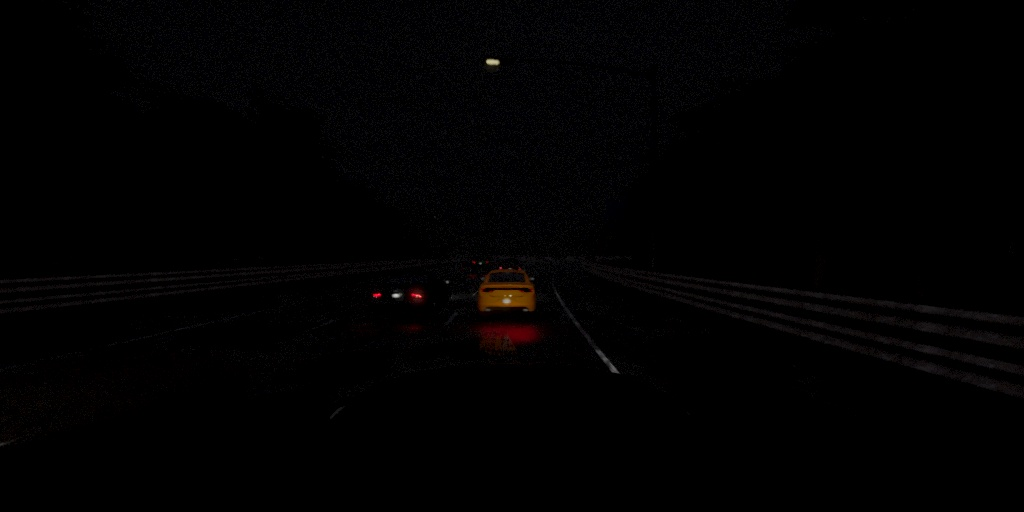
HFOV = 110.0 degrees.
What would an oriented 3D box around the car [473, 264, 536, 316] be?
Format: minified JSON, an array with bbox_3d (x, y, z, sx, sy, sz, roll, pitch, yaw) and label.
[{"bbox_3d":[-0.169,1.218,13.391,1.882,1.535,5.008,0,0,0],"label":"car"}]

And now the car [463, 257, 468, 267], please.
[{"bbox_3d":[-6.919,0.988,60.402,2.097,1.767,4.553,0,0,0],"label":"car"}]

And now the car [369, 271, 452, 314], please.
[{"bbox_3d":[-3.582,1.280,13.581,2.033,1.411,5.357,0,0,0],"label":"car"}]

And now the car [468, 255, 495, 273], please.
[{"bbox_3d":[-3.475,0.890,42.307,2.150,2.045,5.566,0,0,0],"label":"car"}]

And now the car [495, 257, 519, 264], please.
[{"bbox_3d":[-0.129,1.055,31.271,2.097,1.767,4.553,0,0,0],"label":"car"}]
